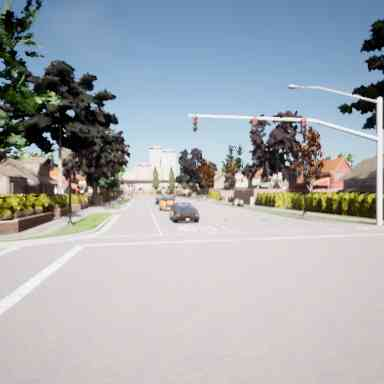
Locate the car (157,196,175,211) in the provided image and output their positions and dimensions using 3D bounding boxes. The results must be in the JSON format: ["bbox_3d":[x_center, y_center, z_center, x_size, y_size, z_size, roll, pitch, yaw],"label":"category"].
[{"bbox_3d":[-2.733,1.310,39.382,2.097,1.767,4.553,0,0,-9],"label":"car"}]

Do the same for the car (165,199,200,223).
[{"bbox_3d":[-0.677,1.519,25.748,2.033,1.411,5.357,0,0,-9],"label":"car"}]

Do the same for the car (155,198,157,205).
[{"bbox_3d":[-5.204,1.435,55.915,2.128,1.511,4.902,0,0,-8],"label":"car"}]
